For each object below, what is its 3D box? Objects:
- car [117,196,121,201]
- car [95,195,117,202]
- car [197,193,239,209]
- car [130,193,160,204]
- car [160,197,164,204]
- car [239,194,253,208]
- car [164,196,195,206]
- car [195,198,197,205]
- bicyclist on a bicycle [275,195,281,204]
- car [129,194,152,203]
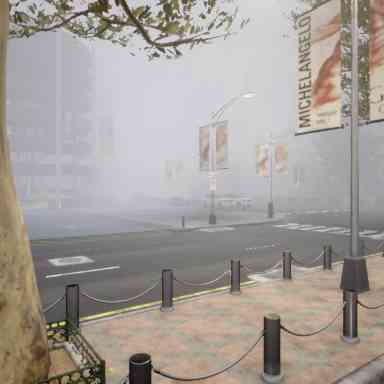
[{"bbox_3d":[-19.528,1.418,79.666,5.008,1.535,1.882,0,0,12],"label":"car"},{"bbox_3d":[-20.492,1.450,76.302,4.892,1.490,1.837,0,0,12],"label":"car"},{"bbox_3d":[3.562,1.221,46.556,2.150,2.045,5.566,0,0,-35],"label":"car"},{"bbox_3d":[-9.099,1.221,62.284,5.566,2.045,2.150,0,0,40],"label":"car"},{"bbox_3d":[-5.776,1.601,63.976,4.718,1.301,1.895,0,0,43],"label":"car"},{"bbox_3d":[6.417,1.221,48.580,2.150,2.045,5.566,0,0,-35],"label":"car"},{"bbox_3d":[-2.156,1.505,54.465,1.837,1.490,4.892,0,0,-37],"label":"car"},{"bbox_3d":[0.705,1.601,56.505,1.895,1.301,4.718,0,0,-37],"label":"car"},{"bbox_3d":[15.726,1.300,60.483,1.656,1.620,0.582,0,0,-36],"label":"bicyclist on a bicycle"},{"bbox_3d":[-11.251,1.355,72.586,4.553,1.767,2.097,0,0,26],"label":"car"}]
